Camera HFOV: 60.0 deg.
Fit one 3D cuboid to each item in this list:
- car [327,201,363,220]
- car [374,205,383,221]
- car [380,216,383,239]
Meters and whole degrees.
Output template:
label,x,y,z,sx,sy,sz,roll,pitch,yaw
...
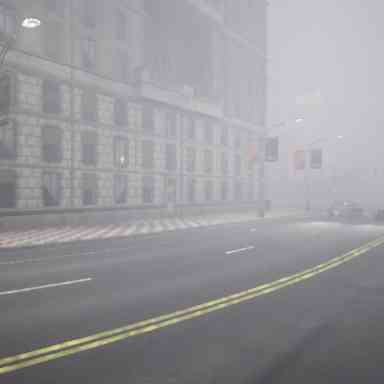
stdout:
label,x,y,z,sx,sy,sz,roll,pitch,yaw
car,13.139,1.518,28.384,2.128,1.511,4.902,0,0,41
car,15.753,1.653,26.056,1.895,1.301,4.718,0,0,41
car,9.154,1.614,13.204,1.895,1.301,4.718,0,0,41
